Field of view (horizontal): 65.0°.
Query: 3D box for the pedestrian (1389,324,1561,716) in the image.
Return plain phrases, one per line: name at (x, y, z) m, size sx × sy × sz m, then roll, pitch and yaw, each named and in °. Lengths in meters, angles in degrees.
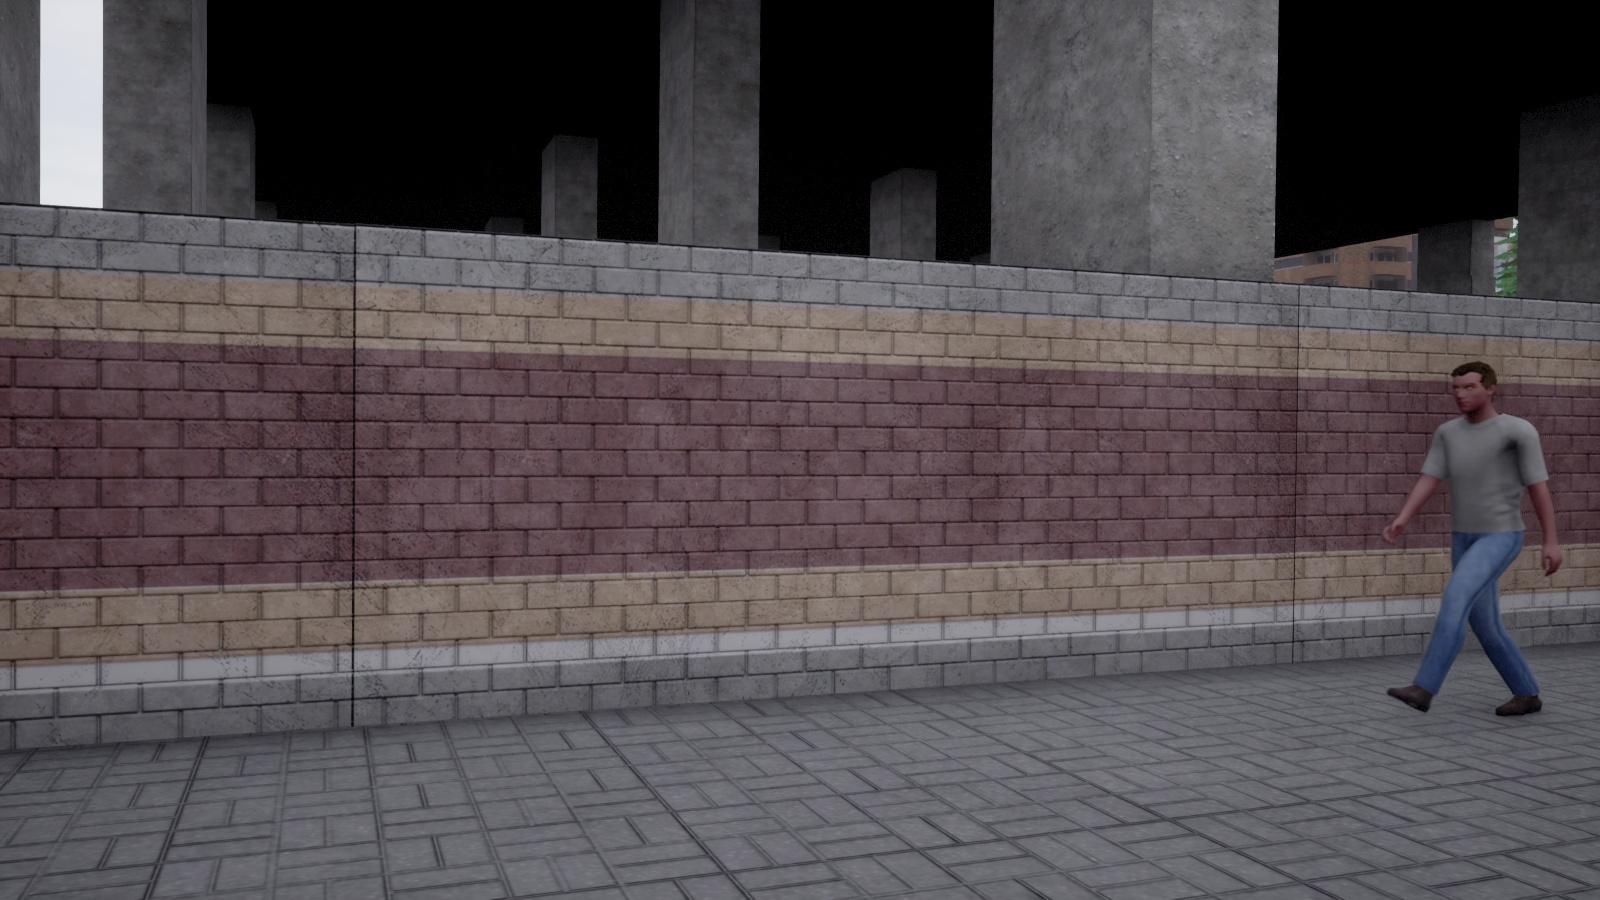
pedestrian at (3.306, 0.321, 6.158) m, size 0.706 × 1.836 × 0.354 m, roll -1°, pitch 1°, yaw -19°
